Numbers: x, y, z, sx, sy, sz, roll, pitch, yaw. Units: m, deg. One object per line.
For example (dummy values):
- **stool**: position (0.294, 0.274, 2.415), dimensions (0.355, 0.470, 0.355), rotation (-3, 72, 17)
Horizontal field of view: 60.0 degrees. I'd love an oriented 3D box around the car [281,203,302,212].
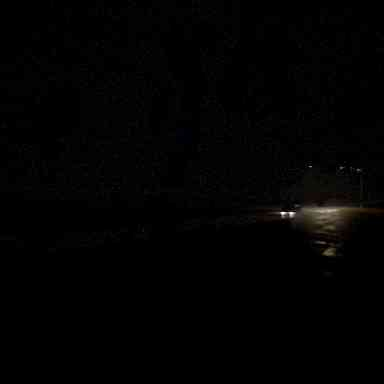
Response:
- **car**: position (14.785, 2.270, 49.353), dimensions (1.994, 1.385, 4.181), rotation (-1, -1, 36)
